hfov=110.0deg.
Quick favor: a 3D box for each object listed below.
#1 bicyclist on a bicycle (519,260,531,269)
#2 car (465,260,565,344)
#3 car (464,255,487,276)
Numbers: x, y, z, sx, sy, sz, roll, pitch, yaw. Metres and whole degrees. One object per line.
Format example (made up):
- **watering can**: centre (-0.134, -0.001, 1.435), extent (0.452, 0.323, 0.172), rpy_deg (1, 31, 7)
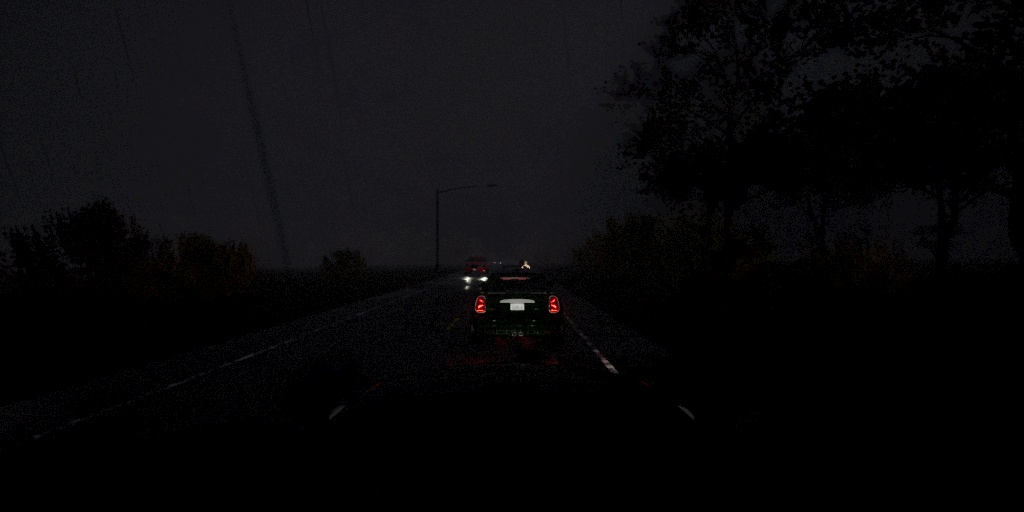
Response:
- **bicyclist on a bicycle**: centre (0.985, 1.177, 25.563), extent (0.866, 1.612, 1.509), rpy_deg (0, 0, 1)
- **car**: centre (0.116, 1.099, 9.740), extent (2.097, 1.767, 4.553), rpy_deg (0, 0, 0)
- **car**: centre (-3.607, 0.959, 37.014), extent (2.150, 2.045, 5.566), rpy_deg (0, 0, 0)
